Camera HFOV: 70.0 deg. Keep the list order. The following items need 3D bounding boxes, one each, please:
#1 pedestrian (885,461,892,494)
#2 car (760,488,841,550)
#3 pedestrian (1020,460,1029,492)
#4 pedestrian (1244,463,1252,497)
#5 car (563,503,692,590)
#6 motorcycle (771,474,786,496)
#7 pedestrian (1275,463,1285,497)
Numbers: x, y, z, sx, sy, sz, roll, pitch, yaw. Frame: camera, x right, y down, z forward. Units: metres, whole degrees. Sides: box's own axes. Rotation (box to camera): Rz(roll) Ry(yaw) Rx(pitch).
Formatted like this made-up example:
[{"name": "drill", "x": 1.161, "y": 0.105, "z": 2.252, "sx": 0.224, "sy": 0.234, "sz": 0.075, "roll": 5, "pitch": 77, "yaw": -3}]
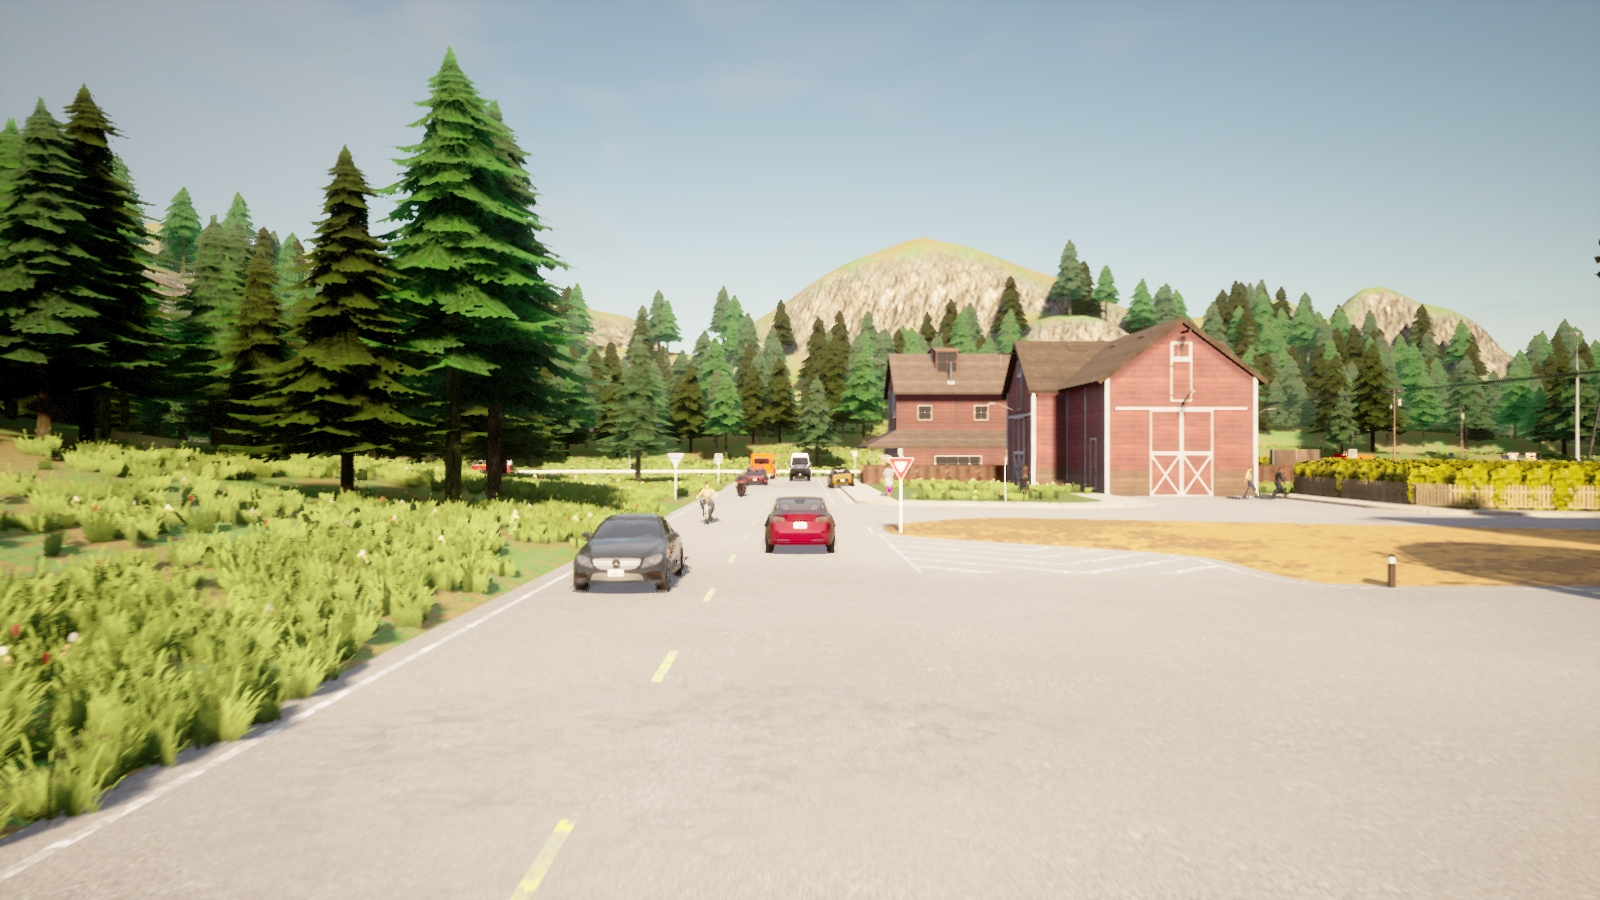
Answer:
[{"name": "pedestrian", "x": 4.990, "y": 1.556, "z": 64.277, "sx": 0.375, "sy": 1.860, "sz": 0.375, "roll": 0, "pitch": 0, "yaw": 2}, {"name": "car", "x": 0.001, "y": 1.923, "z": 32.898, "sx": 2.163, "sy": 1.488, "sz": 4.792, "roll": 0, "pitch": 0, "yaw": 0}, {"name": "pedestrian", "x": 13.067, "y": 1.491, "z": 66.399, "sx": 0.375, "sy": 1.860, "sz": 0.375, "roll": 0, "pitch": 0, "yaw": -39}, {"name": "pedestrian", "x": 24.274, "y": 1.617, "z": 61.913, "sx": 0.375, "sy": 1.860, "sz": 0.375, "roll": 0, "pitch": 0, "yaw": 29}, {"name": "car", "x": -3.505, "y": 1.941, "z": 24.052, "sx": 2.002, "sy": 1.442, "sz": 4.674, "roll": 0, "pitch": 0, "yaw": 0}, {"name": "motorcycle", "x": -1.300, "y": 2.065, "z": 68.356, "sx": 0.867, "sy": 1.251, "sz": 2.209, "roll": 0, "pitch": 0, "yaw": 0}, {"name": "pedestrian", "x": 25.900, "y": 1.618, "z": 61.660, "sx": 0.375, "sy": 1.860, "sz": 0.375, "roll": 0, "pitch": 0, "yaw": 8}]
